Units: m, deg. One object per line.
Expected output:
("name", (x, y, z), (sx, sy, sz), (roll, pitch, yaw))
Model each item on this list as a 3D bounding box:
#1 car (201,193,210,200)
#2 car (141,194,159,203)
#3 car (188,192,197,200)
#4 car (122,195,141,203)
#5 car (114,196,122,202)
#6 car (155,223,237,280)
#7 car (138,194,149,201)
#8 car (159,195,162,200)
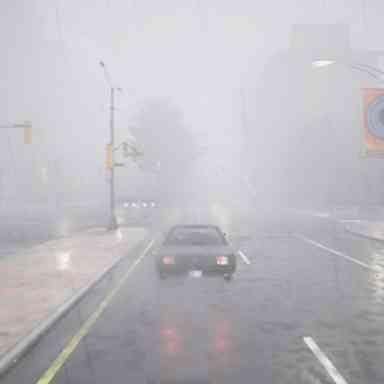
("car", (3.610, 1.249, 88.437), (2.128, 1.511, 4.902), (0, 0, 0))
("car", (-7.944, 1.407, 63.292), (1.895, 1.301, 4.718), (0, 0, 1))
("car", (0.110, 0.949, 88.054), (2.150, 2.045, 5.566), (0, 0, 0))
("car", (-11.443, 1.407, 63.234), (1.895, 1.301, 4.718), (0, 0, 1))
("car", (-14.664, 1.385, 68.429), (1.895, 1.301, 4.718), (0, 0, 0))
("car", (0.086, 1.571, 9.758), (1.895, 1.301, 4.718), (0, 0, 0))
("car", (-11.402, 1.259, 78.696), (1.837, 1.490, 4.892), (0, 0, 0))
("car", (-7.902, 1.311, 78.751), (1.994, 1.385, 4.181), (0, 0, 0))
